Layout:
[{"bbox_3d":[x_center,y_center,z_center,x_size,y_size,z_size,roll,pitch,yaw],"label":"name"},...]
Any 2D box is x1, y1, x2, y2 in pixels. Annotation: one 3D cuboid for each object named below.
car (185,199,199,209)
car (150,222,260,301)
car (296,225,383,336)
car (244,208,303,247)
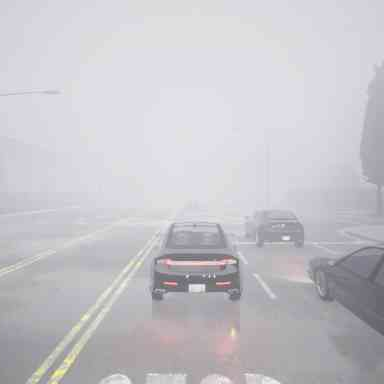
[{"bbox_3d":[0.001,1.601,44.150,1.895,1.301,4.718,0,0,0],"label":"car"},{"bbox_3d":[0.081,1.492,8.334,2.128,1.511,4.902,0,0,0],"label":"car"},{"bbox_3d":[3.588,1.547,5.288,2.033,1.411,5.357,0,0,0],"label":"car"},{"bbox_3d":[3.565,1.505,15.035,1.837,1.490,4.892,0,0,0],"label":"car"}]
